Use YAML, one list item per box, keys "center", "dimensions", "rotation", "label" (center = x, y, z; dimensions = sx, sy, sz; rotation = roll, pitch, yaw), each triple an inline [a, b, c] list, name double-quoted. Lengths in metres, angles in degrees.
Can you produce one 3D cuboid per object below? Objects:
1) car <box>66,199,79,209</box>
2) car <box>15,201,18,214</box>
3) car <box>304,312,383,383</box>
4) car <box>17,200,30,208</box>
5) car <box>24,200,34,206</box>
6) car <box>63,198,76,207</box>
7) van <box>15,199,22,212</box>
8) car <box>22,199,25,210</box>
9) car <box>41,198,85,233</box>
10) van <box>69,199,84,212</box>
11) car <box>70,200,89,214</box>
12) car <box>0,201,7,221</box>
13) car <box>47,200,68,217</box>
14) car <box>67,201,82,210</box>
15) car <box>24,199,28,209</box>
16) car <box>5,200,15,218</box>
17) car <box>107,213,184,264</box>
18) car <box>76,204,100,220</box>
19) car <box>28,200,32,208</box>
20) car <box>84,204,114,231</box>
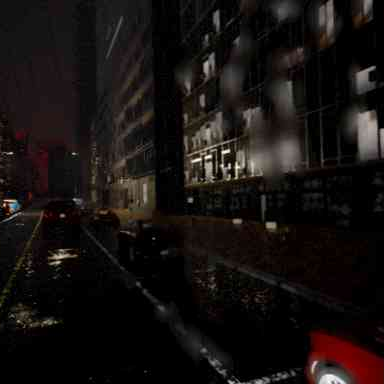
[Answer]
- center: [-20.994, 2.091, 58.229]
  dimensions: [1.967, 1.590, 4.097]
  rotation: [0, -1, -23]
  label: "car"
- center: [-22.186, 2.095, 39.397]
  dimensions: [1.752, 1.417, 4.829]
  rotation: [0, -1, -23]
  label: "car"
- center: [2.633, 1.515, 1.964]
  dimensions: [1.887, 1.381, 4.507]
  rotation: [0, -1, -23]
  label: "car"
- center: [-32.884, 2.399, 64.982]
  dimensions: [1.752, 1.417, 4.829]
  rotation: [0, -1, -23]
  label: "car"
- center: [-39.393, 2.640, 80.481]
  dimensions: [1.802, 1.307, 4.206]
  rotation: [0, -1, -23]
  label: "car"
- center: [-25.290, 2.087, 68.460]
  dimensions: [2.192, 1.841, 5.009]
  rotation: [0, -1, -23]
  label: "car"
- center: [-24.367, 1.973, 44.685]
  dimensions: [1.690, 1.788, 3.998]
  rotation: [0, -1, -23]
  label: "van"
- center: [-26.442, 2.217, 49.642]
  dimensions: [1.752, 1.417, 4.829]
  rotation: [0, -1, -23]
  label: "car"
- center: [-8.599, 1.482, 21.903]
  dimensions: [2.150, 2.045, 5.566]
  rotation: [-1, 0, -23]
  label: "car"
- center: [-16.698, 1.870, 48.000]
  dimensions: [1.690, 1.788, 3.998]
  rotation: [0, -1, -23]
  label: "van"
- center: [-14.551, 1.908, 42.884]
  dimensions: [1.967, 1.590, 4.097]
  rotation: [0, -1, -23]
  label: "car"
- center: [-17.948, 1.888, 29.332]
  dimensions: [1.967, 1.590, 4.097]
  rotation: [0, -1, -23]
  label: "car"
- center: [-15.447, 1.809, 38.246]
  dimensions: [2.097, 1.767, 4.553]
  rotation: [-1, 0, -23]
  label: "car"
- center: [-18.847, 2.156, 53.112]
  dimensions: [1.947, 1.339, 4.313]
  rotation: [0, -1, -23]
  label: "car"
- center: [-28.655, 2.336, 54.911]
  dimensions: [1.802, 1.307, 4.206]
  rotation: [0, -1, -23]
  label: "car"
- center: [-20.098, 1.825, 34.446]
  dimensions: [2.192, 1.841, 5.009]
  rotation: [0, -1, -23]
  label: "car"
- center: [-1.663, 1.646, 12.193]
  dimensions: [2.008, 1.369, 4.403]
  rotation: [0, -1, -23]
  label: "car"
- center: [-10.255, 1.926, 32.652]
  dimensions: [1.802, 1.307, 4.206]
  rotation: [0, -1, -23]
  label: "car"
- center: [-30.802, 2.130, 60.028]
  dimensions: [2.192, 1.841, 5.009]
  rotation: [0, -1, -23]
  label: "car"
- center: [-6.024, 1.747, 22.580]
  dimensions: [1.752, 1.417, 4.829]
  rotation: [0, -1, -23]
  label: "car"
